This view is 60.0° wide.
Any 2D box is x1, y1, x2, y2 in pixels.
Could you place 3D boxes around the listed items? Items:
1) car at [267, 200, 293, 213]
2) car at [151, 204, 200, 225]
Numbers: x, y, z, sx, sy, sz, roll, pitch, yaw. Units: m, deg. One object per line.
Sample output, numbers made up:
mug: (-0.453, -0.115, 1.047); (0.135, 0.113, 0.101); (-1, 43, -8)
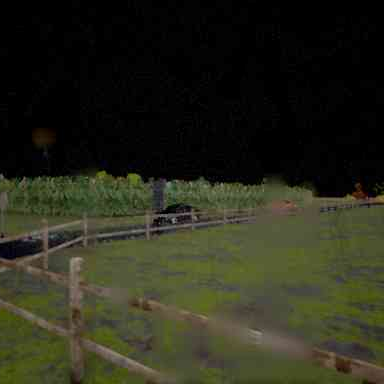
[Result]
car: (11.992, 1.898, 45.220); (2.097, 1.767, 4.553); (-1, -1, 36)
car: (-1.259, 1.777, 27.010); (1.837, 1.490, 4.892); (-1, -1, 36)
